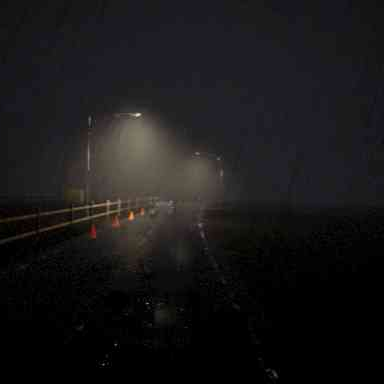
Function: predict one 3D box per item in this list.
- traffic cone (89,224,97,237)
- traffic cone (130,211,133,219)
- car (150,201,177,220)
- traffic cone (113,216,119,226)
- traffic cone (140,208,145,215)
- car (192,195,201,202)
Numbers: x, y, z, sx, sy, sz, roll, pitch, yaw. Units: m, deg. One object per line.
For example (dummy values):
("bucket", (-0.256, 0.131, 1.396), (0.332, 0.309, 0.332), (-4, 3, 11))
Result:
("traffic cone", (-4.637, 1.808, 15.570), (0.340, 0.580, 0.340), (1, 0, -1))
("traffic cone", (-4.656, 1.789, 25.647), (0.340, 0.580, 0.340), (1, 0, 1))
("car", (-2.224, 1.441, 27.301), (2.033, 1.411, 5.357), (1, 0, 1))
("traffic cone", (-4.686, 1.797, 20.608), (0.340, 0.580, 0.340), (1, 0, 0))
("traffic cone", (-4.548, 1.785, 30.684), (0.340, 0.580, 0.340), (1, 0, 2))
("car", (1.116, 1.422, 75.267), (1.837, 1.490, 4.892), (1, 0, 6))
